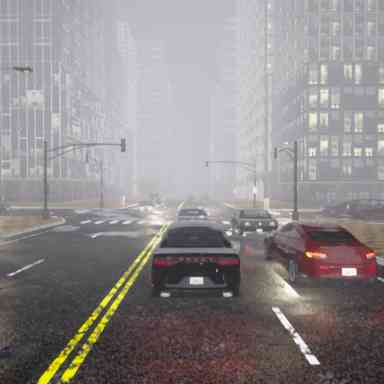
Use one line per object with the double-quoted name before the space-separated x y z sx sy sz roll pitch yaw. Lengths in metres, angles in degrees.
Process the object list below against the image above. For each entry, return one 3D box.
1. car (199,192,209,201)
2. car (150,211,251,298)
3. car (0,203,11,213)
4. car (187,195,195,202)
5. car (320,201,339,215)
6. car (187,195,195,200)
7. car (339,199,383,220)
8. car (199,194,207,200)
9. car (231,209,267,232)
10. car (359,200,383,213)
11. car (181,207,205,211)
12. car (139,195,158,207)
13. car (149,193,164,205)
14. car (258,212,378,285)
"car" 2.994 1.130 79.970 2.150 2.045 5.566 0 0 0
"car" 0.068 1.472 8.567 1.882 1.535 5.008 0 0 0
"car" -20.085 1.359 32.262 4.674 1.442 1.812 1 1 1
"car" -0.203 1.425 72.949 1.837 1.490 4.892 0 0 0
"car" 15.977 1.629 34.991 4.674 1.442 1.812 1 1 1
"car" -0.293 1.445 91.411 1.994 1.385 4.181 0 0 0
"car" 16.107 1.515 29.193 5.009 1.841 2.192 1 0 1
"car" 2.960 1.252 90.358 2.128 1.511 4.902 0 0 0
"car" 3.291 1.588 18.451 1.895 1.301 4.718 0 0 0
"car" 21.689 1.637 37.497 4.829 1.417 1.752 1 0 1
"car" 0.039 1.535 18.388 2.033 1.411 5.357 0 0 0
"car" -6.754 1.519 50.662 1.994 1.385 4.181 0 0 0
"car" -6.768 1.165 59.694 2.150 2.045 5.566 0 0 0
"car" 3.321 1.520 9.332 1.812 1.442 4.674 0 0 0
